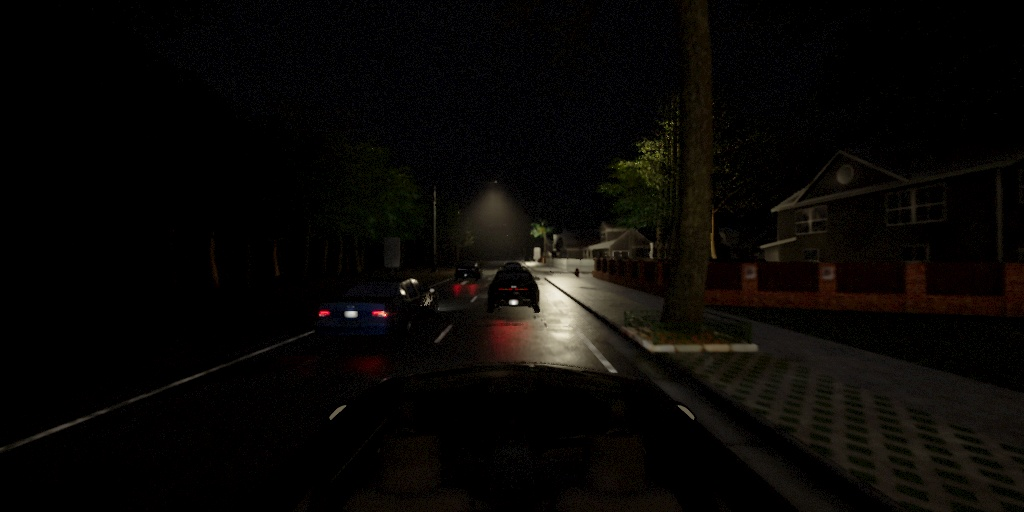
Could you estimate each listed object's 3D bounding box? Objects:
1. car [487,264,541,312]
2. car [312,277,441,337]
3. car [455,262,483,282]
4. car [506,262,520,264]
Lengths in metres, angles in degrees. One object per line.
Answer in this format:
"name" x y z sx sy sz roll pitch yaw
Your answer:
"car" 0.074 1.249 14.184 1.837 1.490 4.892 0 1 0
"car" -3.453 1.295 10.252 2.033 1.411 5.357 0 0 1
"car" -3.426 1.204 29.033 2.128 1.511 4.902 0 0 0
"car" 0.077 1.234 30.021 1.812 1.442 4.674 0 0 0
